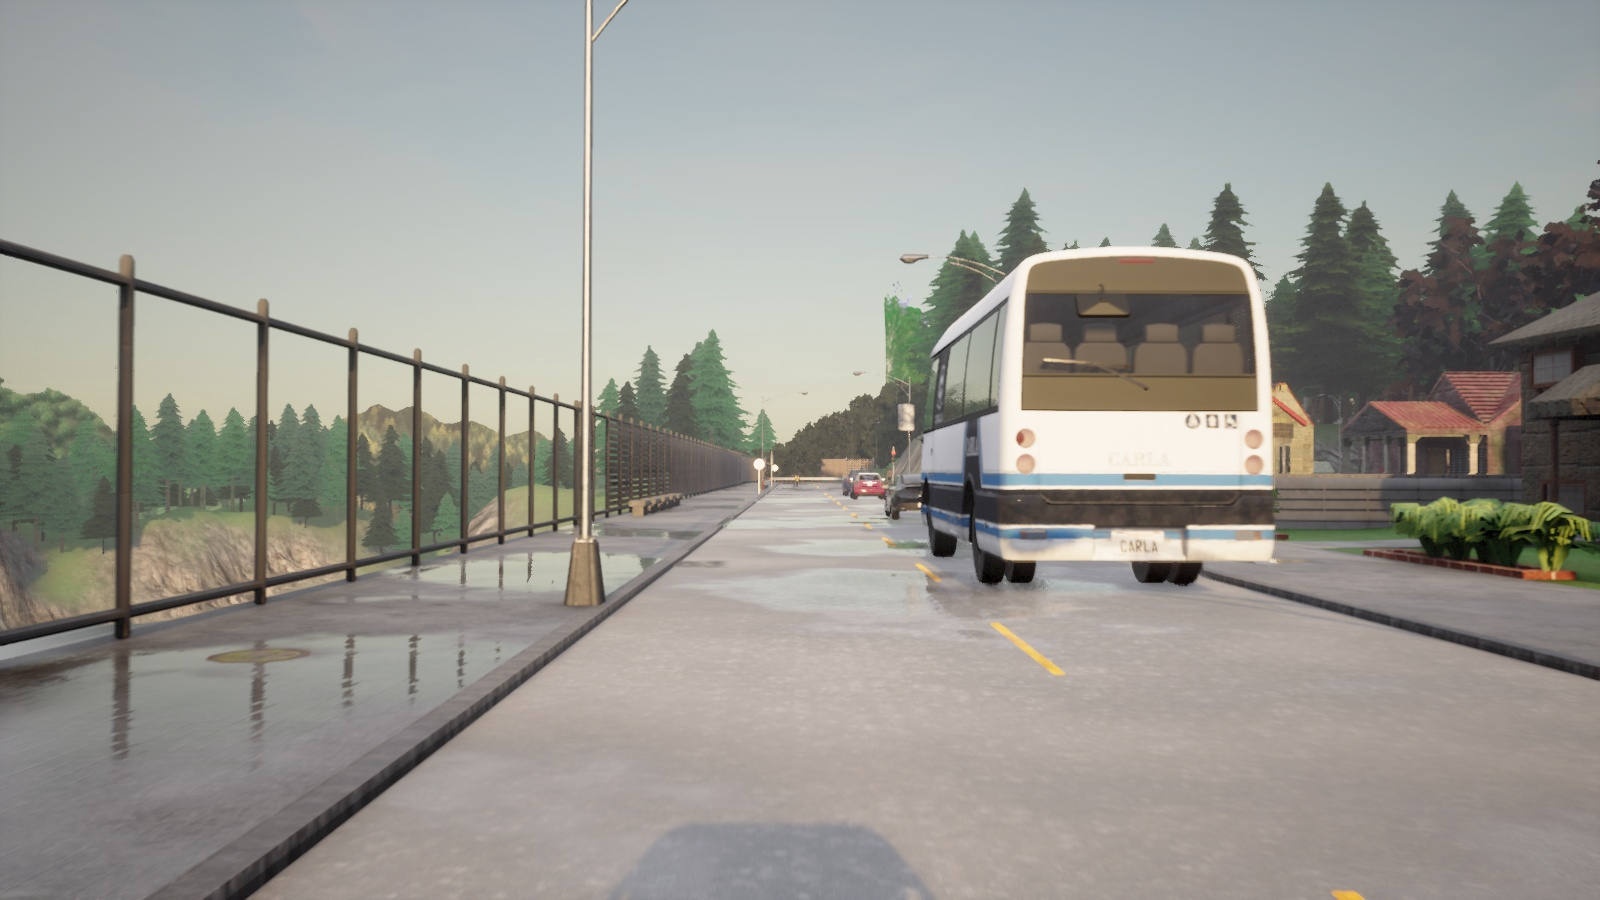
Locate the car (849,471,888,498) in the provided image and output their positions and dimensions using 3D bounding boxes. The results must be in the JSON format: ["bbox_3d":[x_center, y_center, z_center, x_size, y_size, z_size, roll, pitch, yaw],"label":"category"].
[{"bbox_3d":[3.836,1.952,70.894,1.970,1.475,3.806,0,-1,0],"label":"car"}]

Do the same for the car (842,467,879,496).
[{"bbox_3d":[3.816,2.000,80.175,2.097,1.767,4.553,0,-1,0],"label":"car"}]

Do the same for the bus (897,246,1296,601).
[{"bbox_3d":[3.945,-0.239,20.211,3.944,4.253,10.273,0,-1,0],"label":"bus"}]

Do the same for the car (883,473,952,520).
[{"bbox_3d":[3.897,1.514,42.405,1.837,1.490,4.892,0,-1,0],"label":"car"}]
